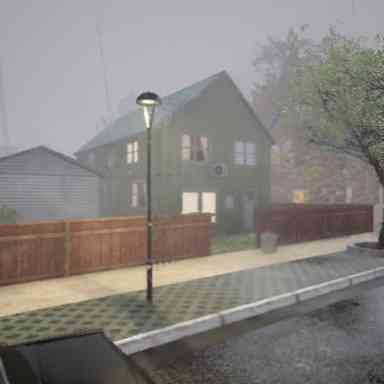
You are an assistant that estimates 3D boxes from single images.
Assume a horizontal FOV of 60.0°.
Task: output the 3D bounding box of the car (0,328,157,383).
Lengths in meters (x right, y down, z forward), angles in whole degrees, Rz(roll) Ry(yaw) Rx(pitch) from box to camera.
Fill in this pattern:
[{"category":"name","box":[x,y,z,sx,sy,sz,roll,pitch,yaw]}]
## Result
[{"category":"car","box":[-2.318,1.607,1.407,4.718,1.301,1.895,0,0,-35]}]
